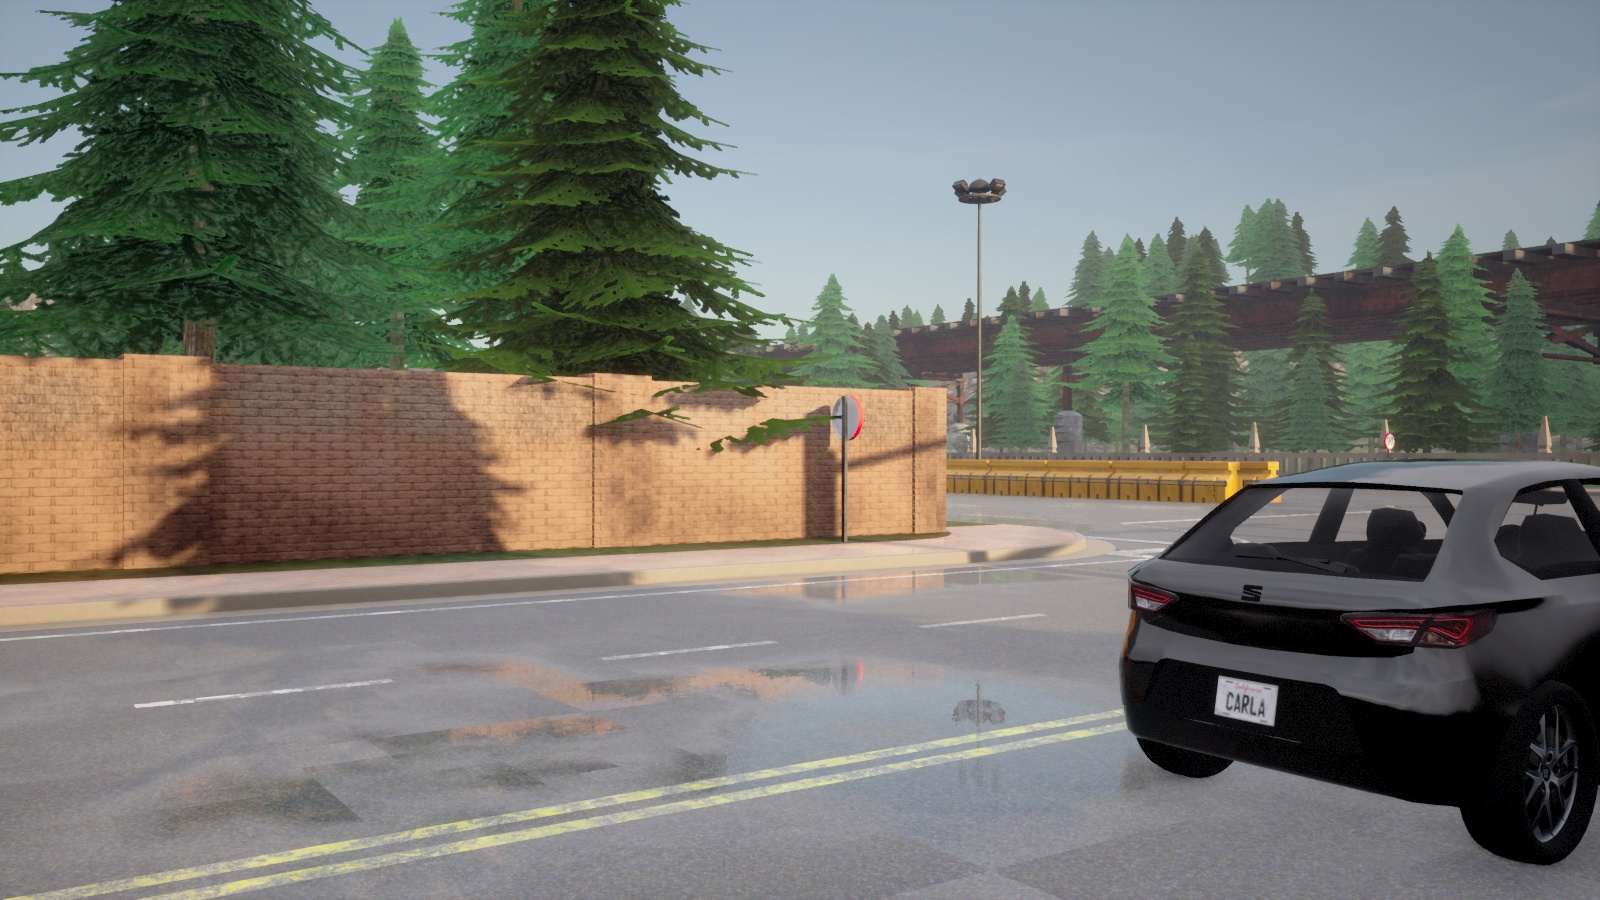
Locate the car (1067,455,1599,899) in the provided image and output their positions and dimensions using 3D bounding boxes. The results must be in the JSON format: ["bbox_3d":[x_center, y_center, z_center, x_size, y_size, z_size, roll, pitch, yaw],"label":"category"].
[{"bbox_3d":[3.427,0.766,6.046,4.193,1.474,1.816,0,0,-35],"label":"car"}]
